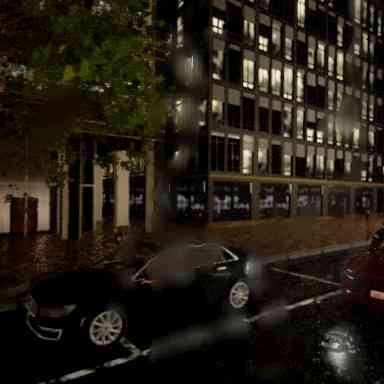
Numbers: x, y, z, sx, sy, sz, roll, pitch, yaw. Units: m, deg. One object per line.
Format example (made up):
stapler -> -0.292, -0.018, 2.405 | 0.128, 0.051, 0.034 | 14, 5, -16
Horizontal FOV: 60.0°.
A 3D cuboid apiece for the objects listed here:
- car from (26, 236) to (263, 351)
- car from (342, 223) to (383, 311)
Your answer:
car -> -0.596, 1.548, 6.121 | 4.403, 1.369, 2.008 | 0, 1, -35
car -> 5.187, 1.469, 7.079 | 5.008, 1.535, 1.882 | 0, 0, -35
